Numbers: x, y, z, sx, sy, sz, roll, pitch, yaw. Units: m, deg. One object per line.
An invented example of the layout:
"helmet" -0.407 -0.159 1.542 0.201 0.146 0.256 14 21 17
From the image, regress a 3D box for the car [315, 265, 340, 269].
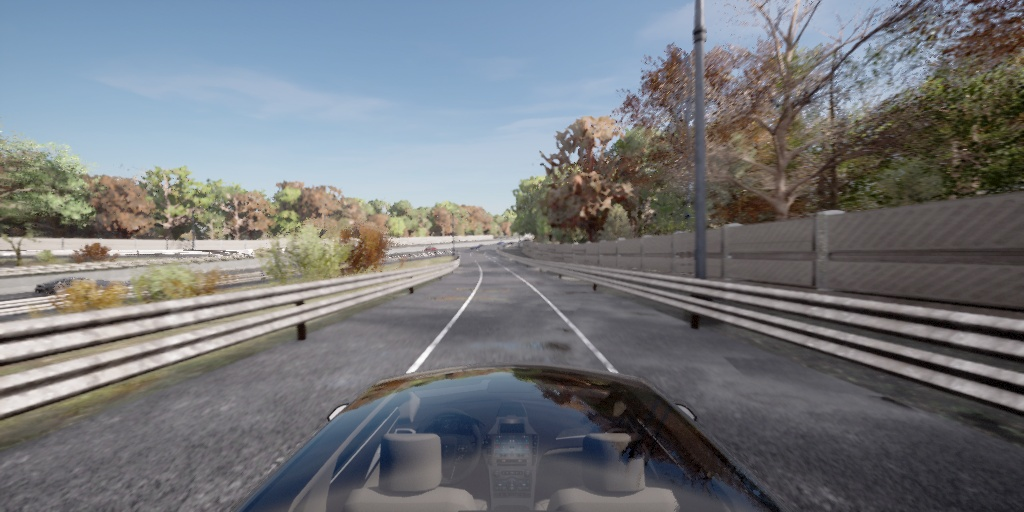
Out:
"car" -28.459 1.314 54.697 1.812 1.442 4.674 1 4 16

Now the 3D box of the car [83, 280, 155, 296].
"car" -34.632 2.927 32.419 1.895 1.301 4.718 1 4 15

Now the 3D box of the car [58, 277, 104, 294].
"car" -38.034 2.843 33.225 1.994 1.385 4.181 1 4 15

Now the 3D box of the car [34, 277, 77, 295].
"car" -41.422 2.737 34.102 1.837 1.490 4.892 1 4 15
